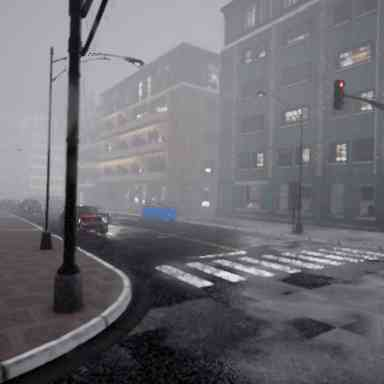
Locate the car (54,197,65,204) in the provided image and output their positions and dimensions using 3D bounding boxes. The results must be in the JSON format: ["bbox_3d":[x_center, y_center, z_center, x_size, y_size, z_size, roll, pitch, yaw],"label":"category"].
[{"bbox_3d":[-19.181,1.818,51.201,2.008,1.369,4.403,1,-1,-36],"label":"car"}]

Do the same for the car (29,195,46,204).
[{"bbox_3d":[-32.358,1.585,69.463,2.192,1.841,5.009,1,-1,-36],"label":"car"}]

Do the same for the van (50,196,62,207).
[{"bbox_3d":[-22.449,1.610,55.785,1.690,1.788,3.998,1,-1,-36],"label":"van"}]

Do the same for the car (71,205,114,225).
[{"bbox_3d":[-7.871,1.738,26.085,1.895,1.301,4.718,2,-1,-34],"label":"car"}]

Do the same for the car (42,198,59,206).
[{"bbox_3d":[-25.723,1.814,60.363,1.887,1.381,4.507,1,-1,-36],"label":"car"}]

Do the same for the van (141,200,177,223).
[{"bbox_3d":[-2.872,1.607,28.336,1.690,1.788,3.998,1,-1,-34],"label":"van"}]

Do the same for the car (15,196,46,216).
[{"bbox_3d":[-15.840,1.516,32.852,1.967,1.590,4.097,1,-1,-35],"label":"car"}]

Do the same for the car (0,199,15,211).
[{"bbox_3d":[-22.437,1.628,42.001,2.008,1.369,4.403,1,-1,-36],"label":"car"}]

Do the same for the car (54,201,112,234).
[{"bbox_3d":[-6.220,1.509,18.935,1.967,1.590,4.097,1,-1,-33],"label":"car"}]

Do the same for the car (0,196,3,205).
[{"bbox_3d":[-35.613,1.518,60.208,1.967,1.590,4.097,1,-1,-36],"label":"car"}]

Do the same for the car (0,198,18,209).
[{"bbox_3d":[-25.648,1.602,46.403,1.752,1.417,4.829,1,-1,-36],"label":"car"}]
